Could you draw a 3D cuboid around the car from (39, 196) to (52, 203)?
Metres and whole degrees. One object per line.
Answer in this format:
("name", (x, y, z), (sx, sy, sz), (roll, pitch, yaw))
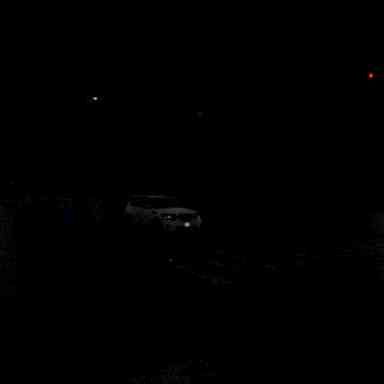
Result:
("car", (-33.271, 1.700, 75.376), (1.967, 1.590, 4.097), (0, 0, -34))

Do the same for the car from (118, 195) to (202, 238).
("car", (-1.748, 1.165, 17.693), (2.150, 2.045, 5.566), (0, 0, -34))

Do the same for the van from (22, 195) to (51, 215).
("van", (-15.871, 1.357, 33.872), (1.690, 1.788, 3.998), (0, 0, -34))

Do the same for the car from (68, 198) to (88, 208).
("car", (-17.942, 1.667, 52.391), (1.887, 1.381, 4.507), (0, 0, -34))

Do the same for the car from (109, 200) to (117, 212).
("car", (-8.746, 1.584, 38.600), (1.887, 1.381, 4.507), (0, 0, -34))

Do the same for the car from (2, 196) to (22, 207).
("car", (-28.124, 1.676, 52.263), (2.008, 1.369, 4.403), (0, 0, -34))

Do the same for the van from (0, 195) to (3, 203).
("van", (-46.507, 1.633, 79.849), (1.690, 1.788, 3.998), (0, 0, -34))

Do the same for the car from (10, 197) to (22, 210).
("car", (-21.997, 1.653, 43.067), (1.802, 1.307, 4.206), (0, 0, -34))

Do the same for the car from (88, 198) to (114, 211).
("car", (-11.905, 1.593, 43.338), (1.752, 1.417, 4.829), (0, 0, -34))

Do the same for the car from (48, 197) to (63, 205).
("car", (-27.139, 1.756, 66.182), (2.008, 1.369, 4.403), (0, 0, -34))

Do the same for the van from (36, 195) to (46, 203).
("van", (-36.336, 1.629, 79.973), (1.690, 1.788, 3.998), (0, 0, -34))

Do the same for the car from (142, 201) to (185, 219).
("car", (-2.614, 1.530, 29.406), (1.887, 1.381, 4.507), (0, 0, -34))

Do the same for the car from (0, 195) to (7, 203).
("car", (-43.443, 1.579, 75.252), (2.192, 1.841, 5.009), (0, 0, -34))

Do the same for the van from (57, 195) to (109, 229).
("van", (-6.680, 1.277, 20.080), (1.690, 1.788, 3.998), (0, 0, -34))

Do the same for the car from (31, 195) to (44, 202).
("car", (-39.402, 1.631, 84.570), (2.192, 1.841, 5.009), (0, 0, -34))

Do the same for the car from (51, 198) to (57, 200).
("car", (-16.000, 1.639, 39.073), (1.895, 1.301, 4.718), (0, 0, -34))

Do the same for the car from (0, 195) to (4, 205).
("car", (-37.221, 1.733, 65.915), (1.752, 1.417, 4.829), (0, 0, -34))

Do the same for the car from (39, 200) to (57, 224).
("car", (-9.743, 1.507, 24.677), (1.887, 1.381, 4.507), (0, 0, -34))
